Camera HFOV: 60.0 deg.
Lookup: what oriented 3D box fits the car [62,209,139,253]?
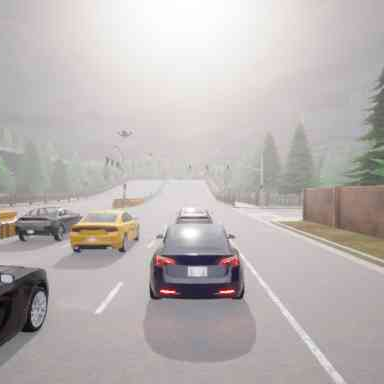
[{"bbox_3d":[-3.401,1.478,13.798,1.882,1.535,5.008,0,0,0],"label":"car"}]

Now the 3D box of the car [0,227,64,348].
[{"bbox_3d":[-3.399,1.478,3.782,1.882,1.535,5.008,0,0,0],"label":"car"}]

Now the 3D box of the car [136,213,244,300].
[{"bbox_3d":[0.100,1.504,8.444,2.163,1.488,4.792,0,0,0],"label":"car"}]

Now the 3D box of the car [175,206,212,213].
[{"bbox_3d":[0.097,1.492,17.534,2.128,1.511,4.902,0,0,0],"label":"car"}]

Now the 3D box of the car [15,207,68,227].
[{"bbox_3d":[-6.902,1.491,16.646,2.128,1.511,4.902,0,0,0],"label":"car"}]
